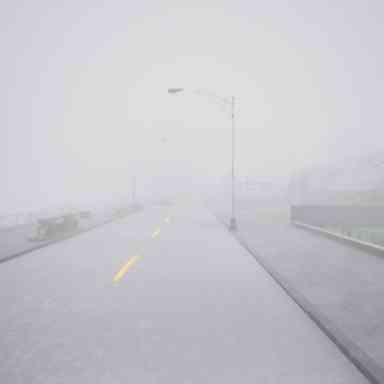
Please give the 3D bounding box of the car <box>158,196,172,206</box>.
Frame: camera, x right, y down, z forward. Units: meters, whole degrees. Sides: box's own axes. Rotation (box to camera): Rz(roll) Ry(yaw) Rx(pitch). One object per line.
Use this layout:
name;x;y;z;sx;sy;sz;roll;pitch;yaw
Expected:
car;-4.056;1.387;50.837;1.837;1.490;4.892;0;0;0
